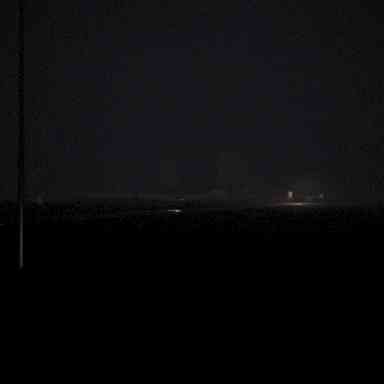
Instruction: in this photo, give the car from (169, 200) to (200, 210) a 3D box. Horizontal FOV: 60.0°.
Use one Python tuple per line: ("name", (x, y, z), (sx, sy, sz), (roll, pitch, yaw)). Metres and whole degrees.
("car", (-0.949, 1.793, 47.320), (2.033, 1.411, 5.357), (0, -1, 35))
